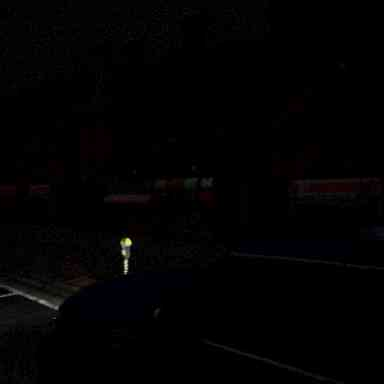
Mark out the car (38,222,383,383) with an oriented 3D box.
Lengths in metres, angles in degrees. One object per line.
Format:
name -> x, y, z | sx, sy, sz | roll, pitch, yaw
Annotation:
car -> 1.137, 1.252, 2.374 | 5.566, 2.045, 2.150 | 0, 0, 38
